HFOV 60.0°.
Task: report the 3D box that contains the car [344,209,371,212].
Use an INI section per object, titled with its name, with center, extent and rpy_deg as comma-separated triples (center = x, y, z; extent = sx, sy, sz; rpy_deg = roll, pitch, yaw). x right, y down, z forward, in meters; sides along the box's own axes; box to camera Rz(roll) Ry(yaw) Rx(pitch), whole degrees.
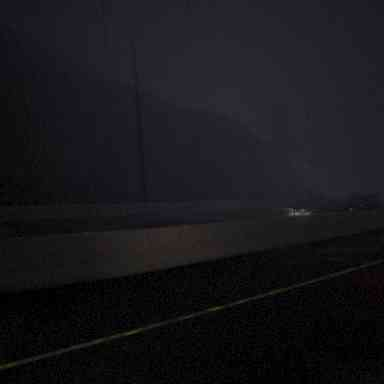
[car]
center = 16.402, 1.224, 32.125
extent = 2.150, 2.045, 5.566
rpy_deg = 0, 0, 44
